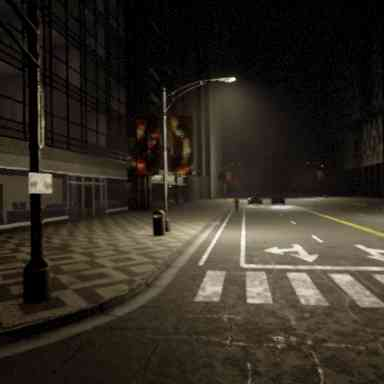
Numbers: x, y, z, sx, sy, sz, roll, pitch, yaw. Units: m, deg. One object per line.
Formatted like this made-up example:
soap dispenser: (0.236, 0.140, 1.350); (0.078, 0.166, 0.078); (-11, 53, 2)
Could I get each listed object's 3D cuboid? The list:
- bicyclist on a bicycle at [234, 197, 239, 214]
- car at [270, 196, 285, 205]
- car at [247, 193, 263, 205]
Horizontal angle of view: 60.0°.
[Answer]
bicyclist on a bicycle: (4.167, 1.246, 31.117); (0.582, 1.620, 1.656); (-1, 1, 9)
car: (12.498, 1.193, 48.719); (1.895, 1.301, 4.718); (-1, 0, 9)
car: (9.293, 0.991, 49.281); (2.097, 1.767, 4.553); (-1, 0, 9)
